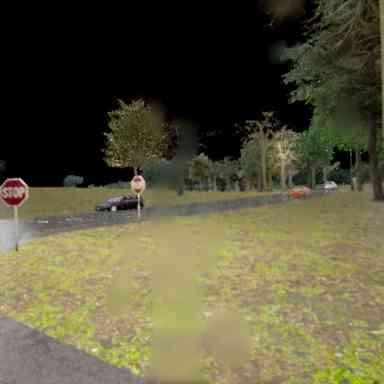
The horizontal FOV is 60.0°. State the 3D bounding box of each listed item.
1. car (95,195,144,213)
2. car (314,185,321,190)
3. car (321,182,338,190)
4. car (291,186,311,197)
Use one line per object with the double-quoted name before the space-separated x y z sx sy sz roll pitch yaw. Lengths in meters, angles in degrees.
"car" -6.446 1.054 29.910 1.882 1.535 5.008 -2 1 35
"car" 33.927 -1.226 88.519 2.128 1.511 4.902 -2 1 35
"car" 35.328 -1.555 84.385 2.150 2.045 5.566 -2 1 35
"car" 16.883 -0.175 51.668 2.097 1.767 4.553 -2 1 33
